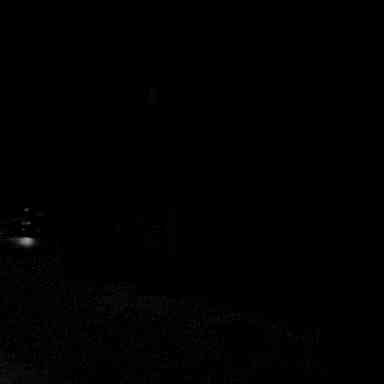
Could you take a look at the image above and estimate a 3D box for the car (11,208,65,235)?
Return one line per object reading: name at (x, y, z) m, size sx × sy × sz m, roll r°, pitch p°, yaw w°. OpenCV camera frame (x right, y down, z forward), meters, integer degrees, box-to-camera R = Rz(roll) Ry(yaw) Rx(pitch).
car at (-8.651, 1.731, 20.918) m, size 1.882 × 1.535 × 5.008 m, roll 0°, pitch -1°, yaw 35°
